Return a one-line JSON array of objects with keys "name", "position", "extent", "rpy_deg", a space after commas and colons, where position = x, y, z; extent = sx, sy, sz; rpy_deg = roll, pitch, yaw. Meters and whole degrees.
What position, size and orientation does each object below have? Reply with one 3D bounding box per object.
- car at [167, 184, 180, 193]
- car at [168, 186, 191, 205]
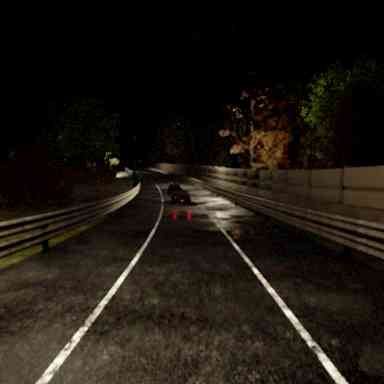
[{"name": "car", "position": [-2.282, -0.369, 44.098], "extent": [2.033, 1.411, 5.357], "rpy_deg": [0, 5, -7]}, {"name": "car", "position": [-1.108, 0.466, 32.582], "extent": [1.812, 1.442, 4.674], "rpy_deg": [0, 4, -5]}]
